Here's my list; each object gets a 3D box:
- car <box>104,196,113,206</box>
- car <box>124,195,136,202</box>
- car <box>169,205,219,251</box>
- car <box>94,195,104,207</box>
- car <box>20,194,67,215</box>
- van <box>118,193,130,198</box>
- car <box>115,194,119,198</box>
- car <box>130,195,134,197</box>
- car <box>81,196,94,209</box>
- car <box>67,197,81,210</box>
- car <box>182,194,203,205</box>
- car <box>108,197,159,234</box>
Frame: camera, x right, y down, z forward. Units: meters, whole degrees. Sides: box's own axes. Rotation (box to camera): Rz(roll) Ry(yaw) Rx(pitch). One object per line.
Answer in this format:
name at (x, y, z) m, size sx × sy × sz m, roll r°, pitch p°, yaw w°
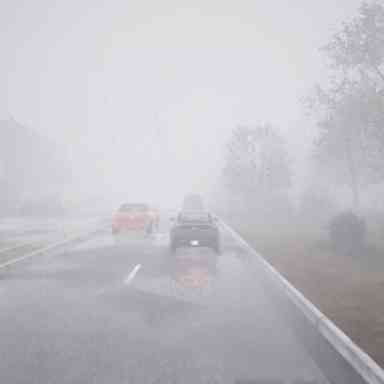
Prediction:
car at (-15.525, 1.388, 56.374) m, size 2.185 × 1.767 × 4.553 m, roll 0°, pitch 0°, yaw 0°
car at (-15.618, 1.588, 84.035) m, size 2.002 × 1.452 × 4.674 m, roll -2°, pitch 0°, yaw 0°
car at (0.096, 1.519, 14.057) m, size 1.837 × 1.490 × 4.892 m, roll 0°, pitch 0°, yaw 0°
car at (-15.511, 1.381, 50.849) m, size 2.185 × 1.767 × 4.553 m, roll 0°, pitch 0°, yaw 0°
car at (-15.466, 1.235, 34.339) m, size 2.435 × 2.045 × 5.566 m, roll 0°, pitch 0°, yaw 0°
van at (-15.570, 1.308, 72.927) m, size 1.878 × 1.987 × 4.442 m, roll 0°, pitch 0°, yaw 0°
car at (-15.541, 1.561, 61.996) m, size 2.002 × 1.452 × 4.674 m, roll 0°, pitch 0°, yaw 0°
car at (-15.586, 1.570, 78.538) m, size 2.163 × 1.488 × 4.792 m, roll 0°, pitch 0°, yaw 0°
car at (-15.496, 1.501, 45.298) m, size 2.231 × 1.521 × 4.892 m, roll 0°, pitch 0°, yaw 0°
car at (-15.481, 1.493, 39.772) m, size 2.097 × 1.535 × 5.008 m, roll 0°, pitch 0°, yaw 0°
car at (0.092, 1.259, 37.044) m, size 2.150 × 2.045 × 5.566 m, roll 0°, pitch 0°, yaw 0°
car at (-3.155, 1.372, 19.461) m, size 2.097 × 1.767 × 4.553 m, roll 0°, pitch 0°, yaw 0°
